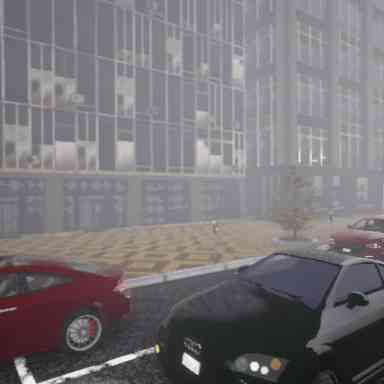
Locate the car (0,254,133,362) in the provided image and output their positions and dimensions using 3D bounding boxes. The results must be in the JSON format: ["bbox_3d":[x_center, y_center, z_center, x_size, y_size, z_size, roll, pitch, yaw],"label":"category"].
[{"bbox_3d":[-2.877,1.581,4.509,4.206,1.307,1.802,0,0,-36],"label":"car"}]

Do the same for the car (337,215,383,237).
[{"bbox_3d":[6.401,1.462,11.127,4.507,1.381,1.887,0,0,-36],"label":"car"}]

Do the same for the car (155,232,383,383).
[{"bbox_3d":[1.611,1.537,4.526,4.181,1.385,1.994,0,0,-35],"label":"car"}]
